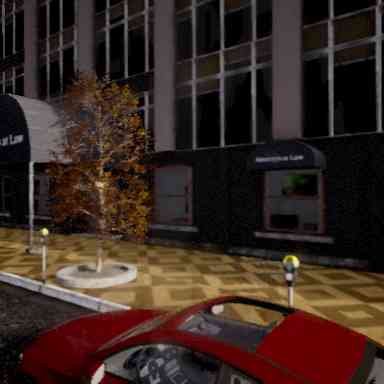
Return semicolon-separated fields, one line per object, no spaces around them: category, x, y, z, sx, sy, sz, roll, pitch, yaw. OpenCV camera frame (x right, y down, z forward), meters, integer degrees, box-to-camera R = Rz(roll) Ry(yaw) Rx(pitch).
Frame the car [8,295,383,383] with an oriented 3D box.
car;0.177;1.585;2.747;4.206;1.307;1.802;0;0;35
